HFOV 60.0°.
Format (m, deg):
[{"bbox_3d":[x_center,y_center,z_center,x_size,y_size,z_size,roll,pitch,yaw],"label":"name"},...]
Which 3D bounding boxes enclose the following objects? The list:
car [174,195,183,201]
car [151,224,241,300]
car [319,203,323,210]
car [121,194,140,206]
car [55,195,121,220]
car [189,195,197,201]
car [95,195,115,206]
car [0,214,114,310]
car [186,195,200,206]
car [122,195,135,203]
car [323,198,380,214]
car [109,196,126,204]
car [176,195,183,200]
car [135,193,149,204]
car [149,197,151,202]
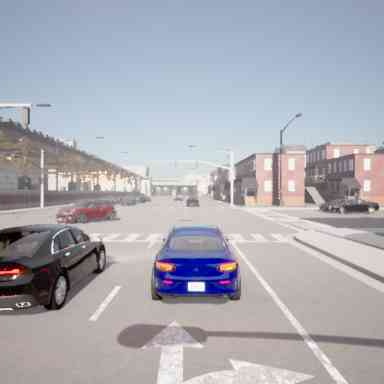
[{"bbox_3d":[-3.346,1.578,82.110,1.895,1.301,4.718,0,0,0],"label":"car"},{"bbox_3d":[0.093,1.524,8.245,1.812,1.442,4.674,0,0,0],"label":"car"},{"bbox_3d":[17.092,1.497,38.050,4.892,1.490,1.837,0,0,0],"label":"car"},{"bbox_3d":[-10.471,1.536,55.344,2.033,1.411,5.357,0,0,0],"label":"car"},{"bbox_3d":[-7.856,1.347,24.784,2.097,1.767,4.553,0,0,33],"label":"car"},{"bbox_3d":[0.152,1.461,81.058,1.882,1.535,5.008,0,0,0],"label":"car"},{"bbox_3d":[-13.977,1.341,53.636,2.097,1.767,4.553,0,0,0],"label":"car"},{"bbox_3d":[-3.414,1.503,7.788,1.837,1.490,4.892,0,0,0],"label":"car"},{"bbox_3d":[0.172,1.493,53.105,1.837,1.490,4.892,0,0,0],"label":"car"},{"bbox_3d":[-13.863,1.509,72.900,1.812,1.442,4.674,0,0,0],"label":"car"},{"bbox_3d":[16.787,1.484,34.543,4.902,1.511,2.128,0,0,0],"label":"car"},{"bbox_3d":[-13.931,1.478,62.686,2.128,1.511,4.902,0,0,1],"label":"car"},{"bbox_3d":[-3.327,1.505,92.156,1.812,1.442,4.674,0,0,0],"label":"car"},{"bbox_3d":[-10.408,1.208,65.206,2.150,2.045,5.566,0,0,0],"label":"car"},{"bbox_3d":[-10.359,1.536,75.073,1.994,1.385,4.181,0,0,0],"label":"car"}]
